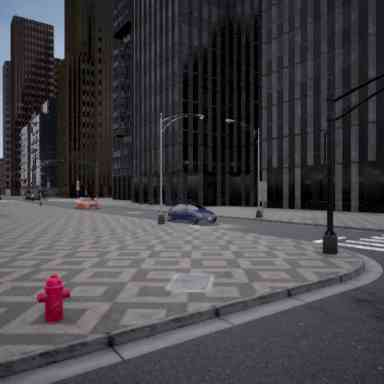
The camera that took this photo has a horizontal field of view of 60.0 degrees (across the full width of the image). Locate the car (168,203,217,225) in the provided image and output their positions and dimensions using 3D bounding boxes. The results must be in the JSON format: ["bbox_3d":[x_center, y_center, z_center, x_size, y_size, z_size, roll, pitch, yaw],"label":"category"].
[{"bbox_3d":[-0.103,1.583,24.829,1.812,1.442,4.674,0,0,-35],"label":"car"}]

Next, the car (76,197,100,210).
[{"bbox_3d":[-13.866,1.476,44.409,2.097,1.767,4.553,0,0,-35],"label":"car"}]
